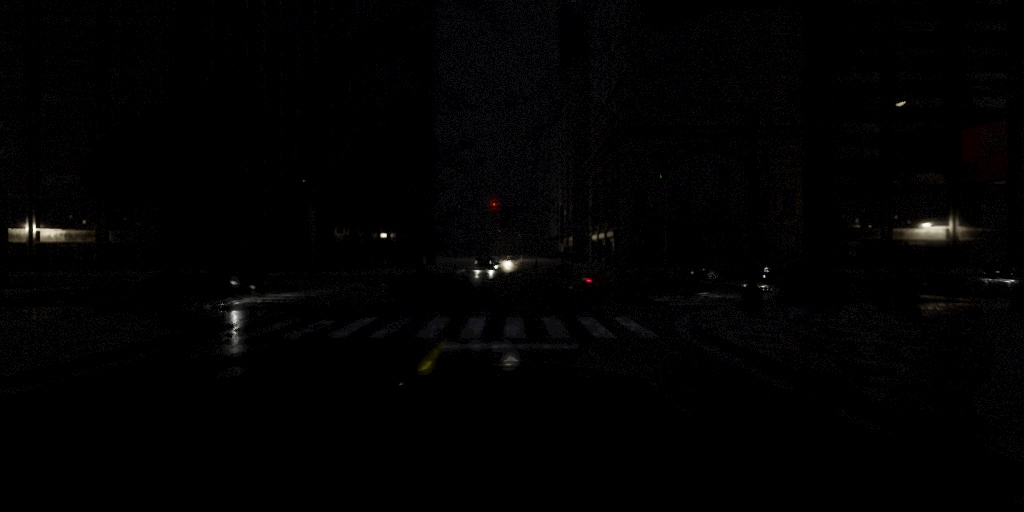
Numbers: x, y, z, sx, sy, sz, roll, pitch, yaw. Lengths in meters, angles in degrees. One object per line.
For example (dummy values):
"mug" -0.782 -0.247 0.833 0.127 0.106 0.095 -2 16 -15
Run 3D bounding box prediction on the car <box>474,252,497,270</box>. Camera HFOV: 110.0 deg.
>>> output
"car" -3.225 0.681 42.285 2.097 1.767 4.553 0 1 0

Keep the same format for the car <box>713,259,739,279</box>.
"car" 15.521 0.947 25.987 4.902 1.511 2.128 0 0 0

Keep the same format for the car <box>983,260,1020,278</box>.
"car" 37.328 0.970 26.088 4.181 1.385 1.994 0 0 0

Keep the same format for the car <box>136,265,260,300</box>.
"car" -13.889 1.126 15.983 4.674 1.442 1.812 0 0 0

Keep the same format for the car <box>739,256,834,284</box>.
"car" 17.497 0.817 22.746 4.553 1.767 2.097 0 0 0

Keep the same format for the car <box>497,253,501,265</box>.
"car" -3.284 0.403 58.857 2.150 2.045 5.566 0 0 0

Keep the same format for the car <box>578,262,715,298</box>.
"car" 5.735 1.074 16.086 5.357 1.411 2.033 0 0 0
